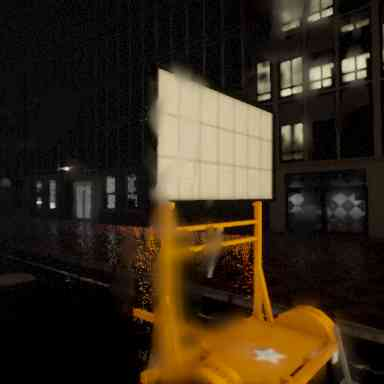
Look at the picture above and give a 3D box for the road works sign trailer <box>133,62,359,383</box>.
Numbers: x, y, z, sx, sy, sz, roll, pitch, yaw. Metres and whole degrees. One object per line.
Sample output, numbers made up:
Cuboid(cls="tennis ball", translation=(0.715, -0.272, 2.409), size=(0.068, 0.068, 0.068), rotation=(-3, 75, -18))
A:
Cuboid(cls="road works sign trailer", translation=(0.220, 0.517, 4.140), size=(2.880, 3.560, 2.380), rotation=(0, -1, 41))
